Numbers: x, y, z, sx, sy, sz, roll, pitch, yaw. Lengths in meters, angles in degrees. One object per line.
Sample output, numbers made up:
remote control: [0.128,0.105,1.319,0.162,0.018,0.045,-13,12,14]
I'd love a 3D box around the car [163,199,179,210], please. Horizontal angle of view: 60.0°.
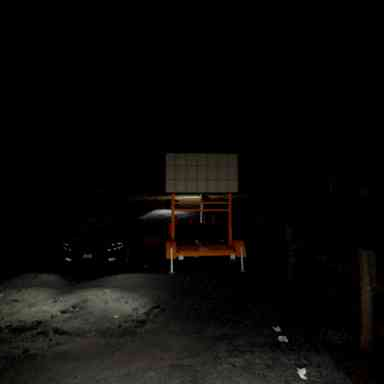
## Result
car: [-2.678,1.536,42.969,1.895,1.301,4.718,0,0,0]

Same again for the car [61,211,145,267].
car: [-2.832,1.468,11.532,1.882,1.535,5.008,0,0,0]

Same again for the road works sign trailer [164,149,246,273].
road works sign trailer: [0.292,0.456,10.673,2.380,3.560,2.880,0,0,-6]
